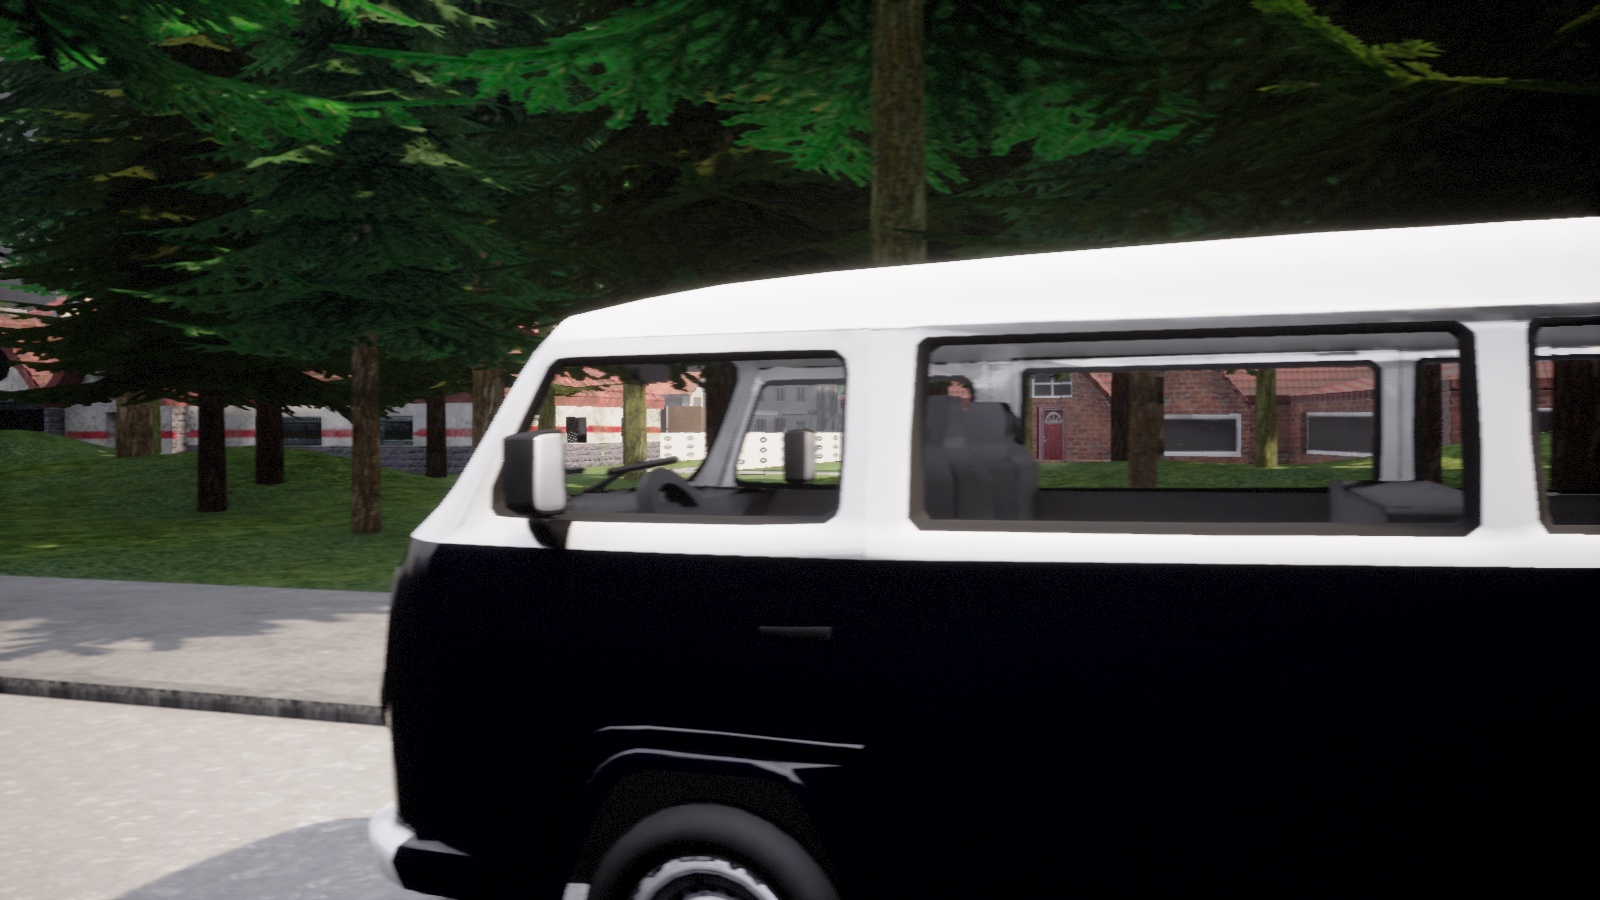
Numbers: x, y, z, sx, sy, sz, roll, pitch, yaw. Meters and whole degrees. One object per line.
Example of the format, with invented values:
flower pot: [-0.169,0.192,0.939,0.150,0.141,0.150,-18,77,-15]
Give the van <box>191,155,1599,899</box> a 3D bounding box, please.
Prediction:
van: [0.943,0.497,3.400,4.480,2.038,2.069,0,1,19]
